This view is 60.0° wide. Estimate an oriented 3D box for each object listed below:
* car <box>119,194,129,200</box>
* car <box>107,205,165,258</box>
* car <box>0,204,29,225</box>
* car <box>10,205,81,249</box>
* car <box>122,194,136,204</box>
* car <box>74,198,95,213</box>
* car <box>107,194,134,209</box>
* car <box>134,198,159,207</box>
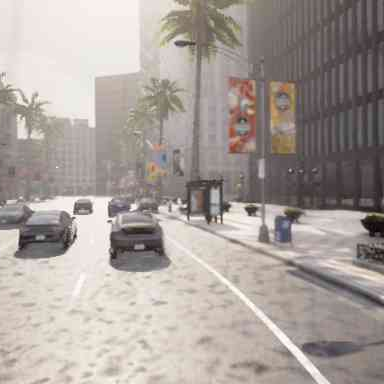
[{"bbox_3d":[-17.284,1.327,84.607,2.161,1.482,4.786,-1,0,-15],"label":"car"},{"bbox_3d":[-2.172,1.473,12.790,1.837,1.490,4.892,0,0,-13],"label":"car"},{"bbox_3d":[-11.863,1.533,22.310,1.812,1.442,4.674,-1,0,-14],"label":"car"},{"bbox_3d":[-6.154,1.518,14.552,1.812,1.442,4.674,0,0,-13],"label":"car"},{"bbox_3d":[-12.061,1.208,63.306,2.185,1.767,4.553,-1,0,-15],"label":"car"},{"bbox_3d":[-11.673,1.459,36.013,1.837,1.490,4.892,-1,0,-15],"label":"car"},{"bbox_3d":[-7.081,1.285,32.244,2.097,1.767,4.553,-1,0,-15],"label":"car"},{"bbox_3d":[-4.674,1.385,34.875,2.231,1.521,4.892,-1,0,-15],"label":"car"}]
